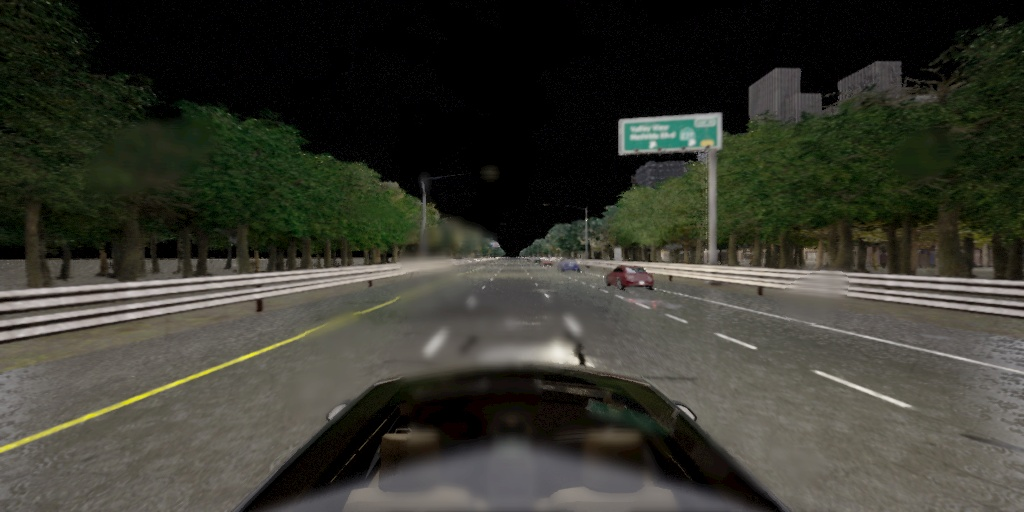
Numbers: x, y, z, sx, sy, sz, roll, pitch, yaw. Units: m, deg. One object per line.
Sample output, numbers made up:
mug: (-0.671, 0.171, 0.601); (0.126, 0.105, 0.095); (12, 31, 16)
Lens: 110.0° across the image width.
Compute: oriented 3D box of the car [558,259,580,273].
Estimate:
car: (7.044, 1.104, 44.675); (2.097, 1.767, 4.553); (0, 0, 0)

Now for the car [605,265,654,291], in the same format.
car: (7.019, 1.278, 21.685); (1.812, 1.442, 4.674); (0, 0, 0)
